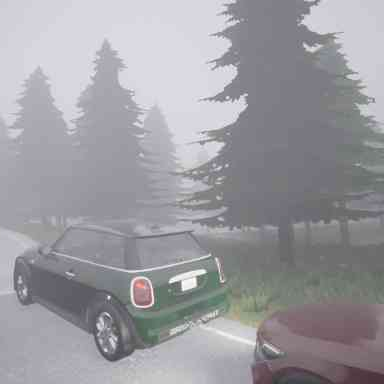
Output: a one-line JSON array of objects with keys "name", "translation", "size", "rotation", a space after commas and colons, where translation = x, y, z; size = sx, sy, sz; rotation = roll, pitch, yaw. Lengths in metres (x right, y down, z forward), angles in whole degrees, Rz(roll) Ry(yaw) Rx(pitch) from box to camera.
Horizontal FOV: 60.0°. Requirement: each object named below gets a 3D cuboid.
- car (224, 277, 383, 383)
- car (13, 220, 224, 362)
[{"name": "car", "translation": [2.760, 1.532, 2.590], "size": [4.674, 1.442, 1.812], "rotation": [1, 0, 36]}, {"name": "car", "translation": [-1.574, 1.309, 6.205], "size": [4.553, 1.767, 2.097], "rotation": [1, 1, 44]}]
